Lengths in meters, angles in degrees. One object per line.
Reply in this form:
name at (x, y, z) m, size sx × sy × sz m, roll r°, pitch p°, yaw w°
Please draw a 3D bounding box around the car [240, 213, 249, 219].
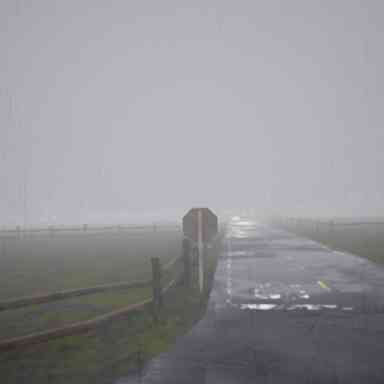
car at (14.580, 6.723, 91.611) m, size 2.128 × 1.511 × 4.902 m, roll -2°, pitch -3°, yaw 6°
